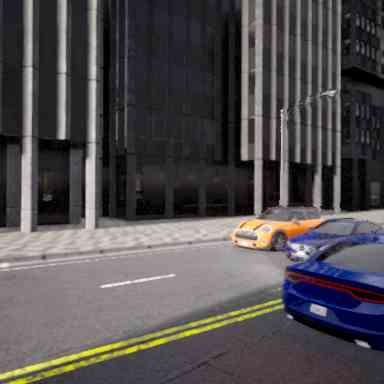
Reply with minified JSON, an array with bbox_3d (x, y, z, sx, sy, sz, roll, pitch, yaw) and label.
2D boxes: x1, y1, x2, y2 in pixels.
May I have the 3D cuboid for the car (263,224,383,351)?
[{"bbox_3d":[3.800,1.537,6.128,5.008,1.535,1.882,1,0,-35],"label":"car"}]

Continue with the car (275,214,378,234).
[{"bbox_3d":[5.183,1.623,11.341,4.674,1.442,1.812,1,0,-35],"label":"car"}]

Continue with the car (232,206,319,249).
[{"bbox_3d":[3.911,1.458,14.423,4.553,1.767,2.097,1,0,-35],"label":"car"}]
